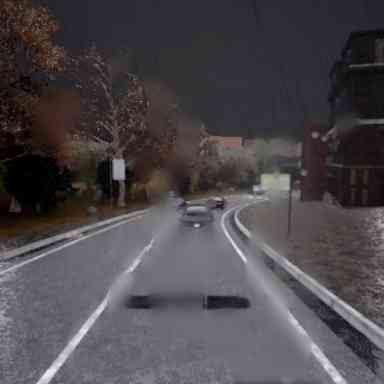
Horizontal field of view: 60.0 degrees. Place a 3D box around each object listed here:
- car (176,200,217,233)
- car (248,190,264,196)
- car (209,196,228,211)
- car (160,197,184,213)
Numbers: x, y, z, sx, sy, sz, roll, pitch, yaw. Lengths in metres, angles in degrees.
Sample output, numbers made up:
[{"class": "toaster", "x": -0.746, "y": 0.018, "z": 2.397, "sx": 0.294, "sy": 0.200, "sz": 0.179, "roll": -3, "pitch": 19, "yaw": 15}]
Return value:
[{"class": "car", "x": 0.361, "y": 1.471, "z": 19.541, "sx": 1.837, "sy": 1.490, "sz": 4.892, "roll": 0, "pitch": 0, "yaw": 3}, {"class": "car", "x": 13.605, "y": 0.183, "z": 70.867, "sx": 1.895, "sy": 1.301, "sz": 4.718, "roll": 4, "pitch": 4, "yaw": 33}, {"class": "car", "x": 2.925, "y": 1.248, "z": 37.914, "sx": 1.882, "sy": 1.535, "sz": 5.008, "roll": 1, "pitch": 1, "yaw": 13}, {"class": "car", "x": -1.790, "y": 1.282, "z": 33.352, "sx": 2.128, "sy": 1.511, "sz": 4.902, "roll": 1, "pitch": 1, "yaw": 10}]
